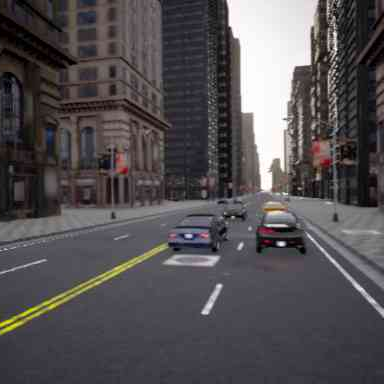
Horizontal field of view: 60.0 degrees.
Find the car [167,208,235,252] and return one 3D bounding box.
[{"bbox_3d":[0.449,1.651,14.494,2.033,1.411,5.357,-1,0,13],"label":"car"}]

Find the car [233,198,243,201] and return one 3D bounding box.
[{"bbox_3d":[9.502,1.873,68.539,1.882,1.535,5.008,-1,0,13],"label":"car"}]

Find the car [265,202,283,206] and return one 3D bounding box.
[{"bbox_3d":[7.084,1.608,28.867,1.882,1.535,5.008,-1,0,13],"label":"car"}]

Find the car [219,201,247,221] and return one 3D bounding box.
[{"bbox_3d":[3.828,1.774,29.228,1.895,1.301,4.718,-1,0,13],"label":"car"}]

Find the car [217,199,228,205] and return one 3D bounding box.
[{"bbox_3d":[6.329,2.034,69.235,1.895,1.301,4.718,-1,0,13],"label":"car"}]

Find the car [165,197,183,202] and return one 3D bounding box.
[{"bbox_3d":[-4.643,2.168,94.239,4.507,1.381,1.887,0,0,13],"label":"car"}]

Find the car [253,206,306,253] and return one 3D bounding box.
[{"bbox_3d":[3.692,1.570,14.079,1.837,1.490,4.892,-1,0,13],"label":"car"}]
